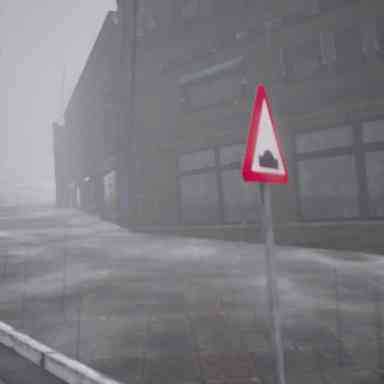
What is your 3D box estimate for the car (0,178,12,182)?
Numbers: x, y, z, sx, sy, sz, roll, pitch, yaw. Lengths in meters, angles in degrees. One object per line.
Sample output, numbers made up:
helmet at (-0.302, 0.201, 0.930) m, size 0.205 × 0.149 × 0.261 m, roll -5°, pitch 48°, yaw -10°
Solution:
car at (-48.160, -2.732, 82.216) m, size 2.231 × 1.521 × 4.892 m, roll -6°, pitch -3°, yaw 35°
